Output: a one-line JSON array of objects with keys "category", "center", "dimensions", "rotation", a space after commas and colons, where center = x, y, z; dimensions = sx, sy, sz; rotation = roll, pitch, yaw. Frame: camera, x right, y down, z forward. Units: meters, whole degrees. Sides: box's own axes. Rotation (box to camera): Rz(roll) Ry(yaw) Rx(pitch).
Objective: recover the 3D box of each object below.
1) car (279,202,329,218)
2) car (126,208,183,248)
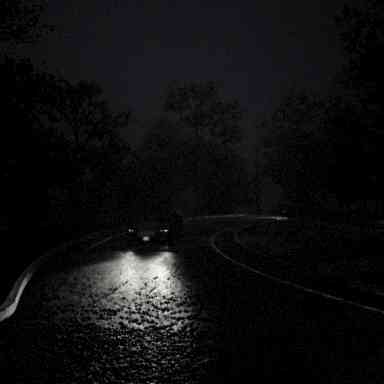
[{"category": "car", "center": [9.984, 1.561, 29.716], "dimensions": [4.181, 1.385, 1.994], "rotation": [0, 0, -14]}, {"category": "car", "center": [-1.542, 1.491, 14.979], "dimensions": [2.128, 1.511, 4.902], "rotation": [0, 0, 5]}]
